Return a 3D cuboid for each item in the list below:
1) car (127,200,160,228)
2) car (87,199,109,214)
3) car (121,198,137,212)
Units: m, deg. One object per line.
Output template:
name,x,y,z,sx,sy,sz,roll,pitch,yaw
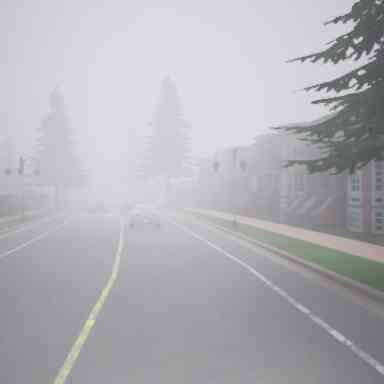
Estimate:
car,-3.224,1.522,22.260,1.812,1.442,4.674,0,0,-11
car,-10.191,1.540,36.110,1.837,1.490,4.892,0,0,-15
car,-7.346,1.499,39.767,2.128,1.511,4.902,0,0,-15
